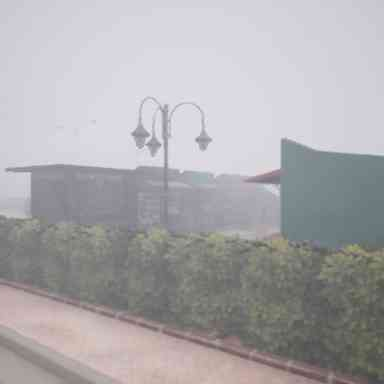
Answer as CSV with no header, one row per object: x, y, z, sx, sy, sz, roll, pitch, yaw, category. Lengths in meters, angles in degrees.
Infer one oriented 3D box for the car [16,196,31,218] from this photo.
-10.925,1.196,25.642,1.905,1.878,3.866,0,0,34,car
